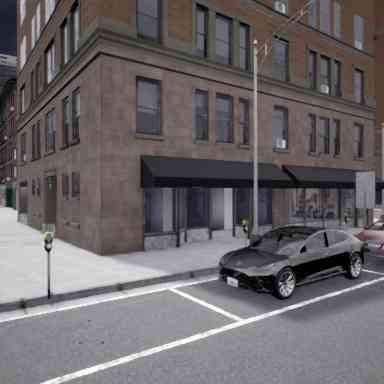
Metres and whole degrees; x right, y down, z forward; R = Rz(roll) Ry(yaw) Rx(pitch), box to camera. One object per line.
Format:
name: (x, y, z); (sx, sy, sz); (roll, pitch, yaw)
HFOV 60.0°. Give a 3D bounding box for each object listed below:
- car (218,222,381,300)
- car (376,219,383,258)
car: (2.648, 1.566, 8.415); (4.313, 1.339, 1.947); (0, 0, -35)
car: (7.130, 1.582, 11.605); (4.206, 1.307, 1.802); (0, 0, -35)
